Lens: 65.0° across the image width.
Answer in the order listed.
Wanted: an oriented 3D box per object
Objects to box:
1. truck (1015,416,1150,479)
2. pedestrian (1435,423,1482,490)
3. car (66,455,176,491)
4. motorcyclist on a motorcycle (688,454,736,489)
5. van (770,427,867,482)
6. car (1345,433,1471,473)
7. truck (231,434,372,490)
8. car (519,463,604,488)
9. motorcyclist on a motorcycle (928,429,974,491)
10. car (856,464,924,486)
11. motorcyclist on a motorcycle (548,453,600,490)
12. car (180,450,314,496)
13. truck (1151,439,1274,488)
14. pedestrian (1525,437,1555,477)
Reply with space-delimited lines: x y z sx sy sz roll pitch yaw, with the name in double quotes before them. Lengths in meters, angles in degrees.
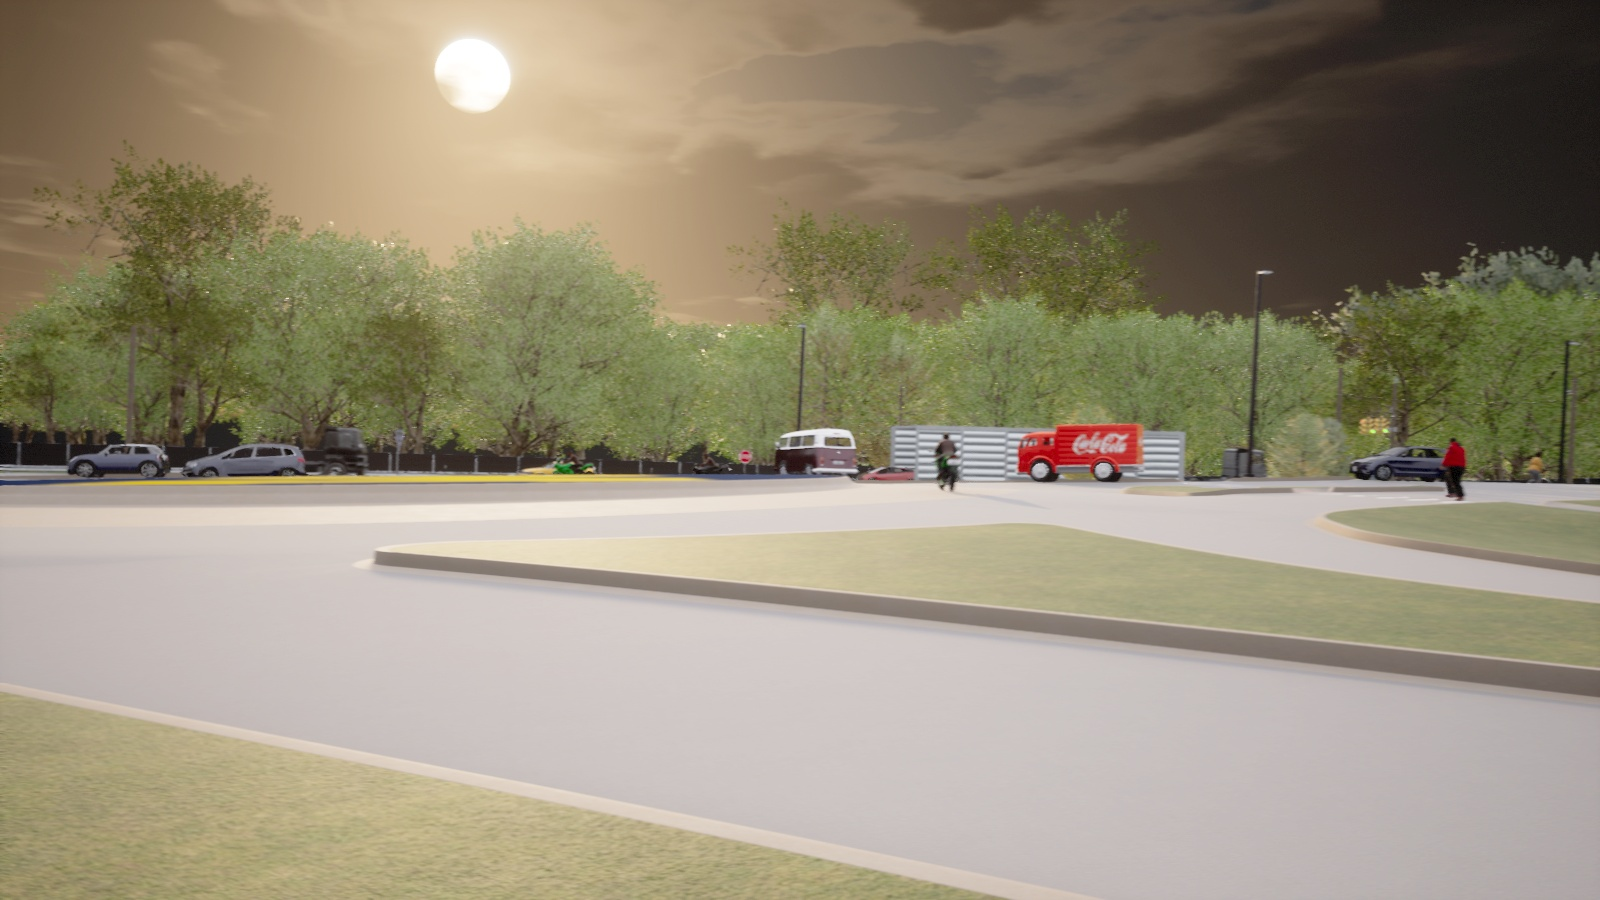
"truck" 12.049 -0.065 53.551 5.204 2.467 2.627 -2 -1 22
"pedestrian" 18.420 0.165 35.146 0.634 1.844 0.899 2 0 -29
"car" -29.567 0.969 54.800 3.806 1.475 1.970 -1 0 -13
"motorcyclist on a motorcycle" -4.042 0.983 57.782 2.044 1.523 0.797 -3 -1 6
"van" 0.672 0.228 48.997 2.069 2.038 4.480 1 -2 -24
"car" 24.460 0.119 50.588 4.193 1.474 1.816 1 0 -4
"truck" -31.326 0.716 79.223 7.936 3.462 2.891 0 1 -13
"car" -16.177 1.694 85.301 5.366 1.575 1.801 0 1 -35
"motorcyclist on a motorcycle" 3.825 0.243 31.948 0.797 1.523 2.044 0 0 -4
"car" 6.527 1.784 91.309 4.514 1.525 2.007 0 1 -10
"motorcyclist on a motorcycle" -9.631 0.921 53.602 2.044 1.523 0.797 0 -5 3
"car" -22.249 0.916 50.547 4.611 1.667 2.242 -1 -3 -33
"truck" 29.863 0.965 91.071 7.936 3.462 2.891 0 1 -8
"pedestrian" 35.784 0.338 60.721 0.900 1.855 0.874 2 0 4
